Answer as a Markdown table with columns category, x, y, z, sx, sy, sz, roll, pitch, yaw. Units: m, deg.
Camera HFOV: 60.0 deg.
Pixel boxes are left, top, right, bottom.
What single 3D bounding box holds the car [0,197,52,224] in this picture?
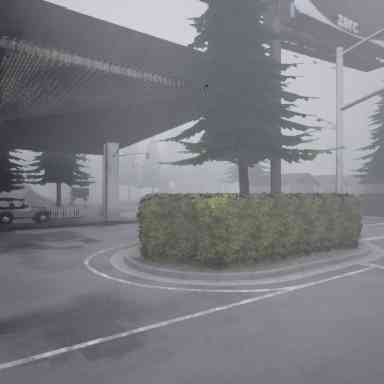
| category | x | y | z | sx | sy | sz | roll | pitch | yaw |
| --- | --- | --- | --- | --- | --- | --- | --- | --- | --- |
| car | -12.063 | 1.313 | 23.421 | 3.866 | 1.878 | 1.905 | 0 | 0 | -36 |
